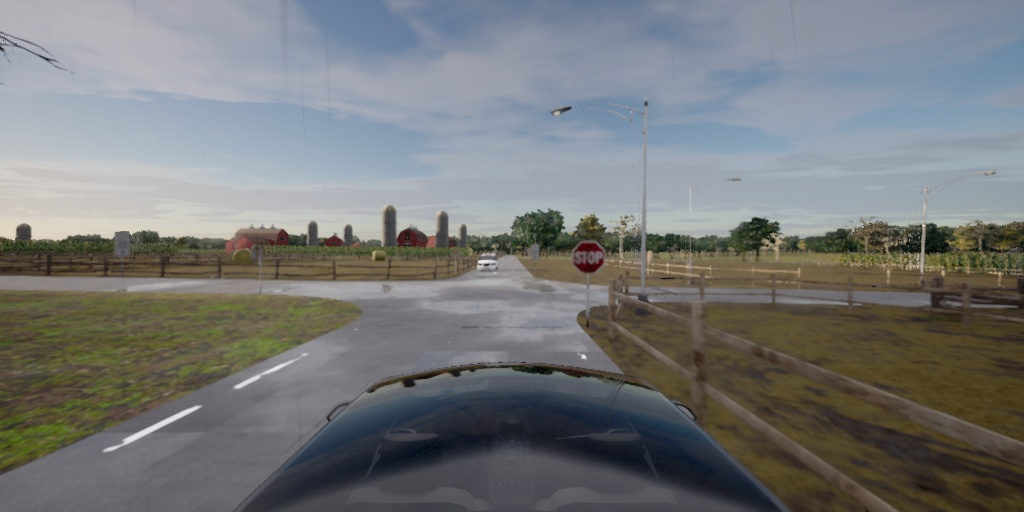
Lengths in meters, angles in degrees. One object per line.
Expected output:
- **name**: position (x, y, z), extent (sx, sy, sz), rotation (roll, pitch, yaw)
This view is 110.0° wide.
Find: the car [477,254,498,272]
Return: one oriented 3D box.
- **car**: position (-2.749, 0.793, 41.190), extent (2.150, 2.045, 5.566), rotation (0, 2, 0)
